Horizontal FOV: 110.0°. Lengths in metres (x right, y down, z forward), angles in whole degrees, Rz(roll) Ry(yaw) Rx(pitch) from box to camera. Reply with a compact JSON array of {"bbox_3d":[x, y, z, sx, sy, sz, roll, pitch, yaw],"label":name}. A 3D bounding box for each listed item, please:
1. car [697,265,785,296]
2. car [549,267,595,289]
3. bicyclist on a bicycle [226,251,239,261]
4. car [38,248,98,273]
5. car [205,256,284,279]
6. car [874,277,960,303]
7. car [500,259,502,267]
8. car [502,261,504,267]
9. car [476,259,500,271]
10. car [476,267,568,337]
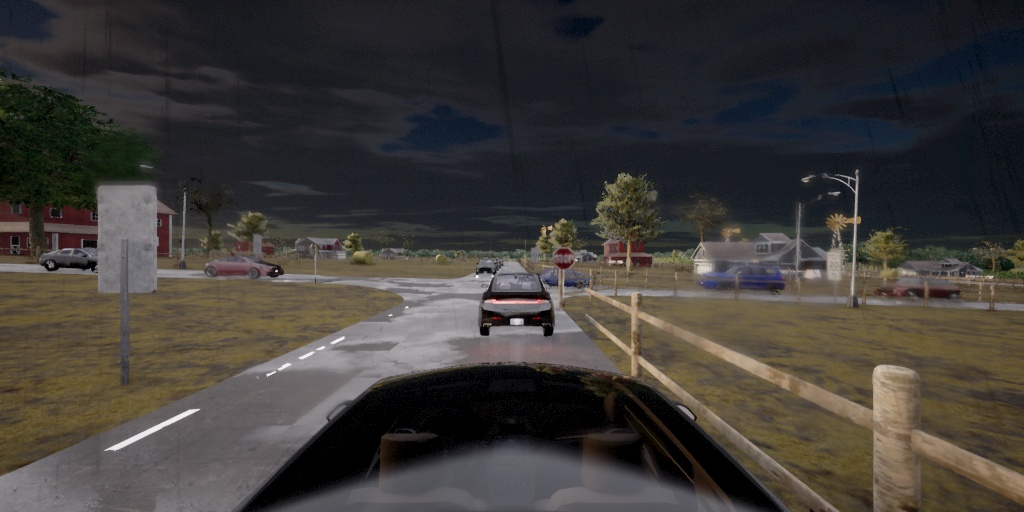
[{"bbox_3d":[16.578,1.686,25.990,5.566,2.045,2.150,3,0,1],"label":"car"},{"bbox_3d":[2.967,1.467,24.077,5.357,1.411,2.033,2,0,-25],"label":"car"},{"bbox_3d":[-22.572,0.419,29.046,0.582,1.620,1.656,2,0,0],"label":"bicyclist on a bicycle"},{"bbox_3d":[-27.179,0.271,23.063,4.902,1.511,2.128,2,0,0],"label":"car"},{"bbox_3d":[-17.124,0.716,23.056,4.181,1.385,1.994,2,0,0],"label":"car"},{"bbox_3d":[29.247,2.324,25.983,4.553,1.767,2.097,2,0,0],"label":"car"},{"bbox_3d":[-2.757,1.296,49.575,1.837,1.490,4.892,0,0,0],"label":"car"},{"bbox_3d":[-2.732,1.357,59.864,2.033,1.411,5.357,0,0,1],"label":"car"},{"bbox_3d":[-2.785,1.133,39.674,2.097,1.767,4.553,0,0,0],"label":"car"},{"bbox_3d":[0.112,1.246,10.370,2.128,1.511,4.902,0,0,0],"label":"car"}]
